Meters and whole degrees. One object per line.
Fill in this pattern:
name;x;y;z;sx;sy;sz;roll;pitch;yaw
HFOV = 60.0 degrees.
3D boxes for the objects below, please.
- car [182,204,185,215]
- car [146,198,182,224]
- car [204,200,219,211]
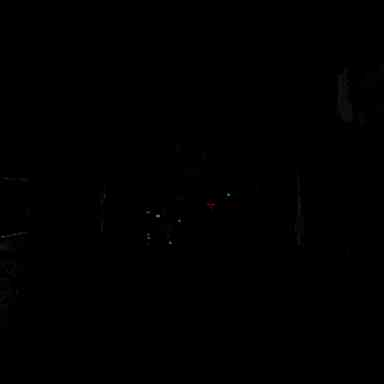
car;-1.829;1.934;38.943;2.033;1.411;5.357;-1;-1;4
car;-2.446;1.517;28.320;2.150;2.045;5.566;-1;-1;3
car;2.752;1.905;46.662;1.837;1.490;4.892;-1;-1;3
